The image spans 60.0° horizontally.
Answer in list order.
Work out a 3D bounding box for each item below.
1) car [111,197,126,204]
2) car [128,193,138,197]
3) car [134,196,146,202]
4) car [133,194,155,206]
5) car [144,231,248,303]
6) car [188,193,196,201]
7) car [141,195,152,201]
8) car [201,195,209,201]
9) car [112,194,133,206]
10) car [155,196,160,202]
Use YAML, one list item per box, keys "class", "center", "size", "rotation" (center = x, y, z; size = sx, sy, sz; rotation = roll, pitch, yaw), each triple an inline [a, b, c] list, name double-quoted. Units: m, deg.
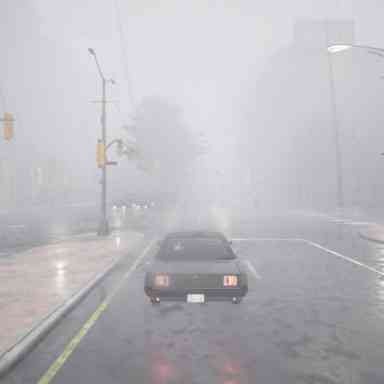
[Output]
- class: "car"
  center: [-14.753, 1.595, 66.783]
  size: [1.895, 1.301, 4.718]
  rotation: [0, 0, 0]
- class: "car"
  center: [-11.541, 1.221, 64.489]
  size: [2.150, 2.045, 5.566]
  rotation: [0, 0, 1]
- class: "car"
  center: [-11.504, 1.553, 74.373]
  size: [1.994, 1.385, 4.181]
  rotation: [0, 0, 0]
- class: "car"
  center: [-8.091, 1.547, 56.476]
  size: [2.033, 1.411, 5.357]
  rotation: [0, 0, 0]
- class: "car"
  center: [0.074, 1.601, 8.130]
  size: [1.895, 1.301, 4.718]
  rotation: [0, 0, 0]
- class: "car"
  center: [-0.005, 1.540, 85.770]
  size: [2.033, 1.411, 5.357]
  rotation: [0, 0, 0]
- class: "car"
  center: [-11.504, 1.525, 84.606]
  size: [2.128, 1.511, 4.902]
  rotation: [0, 0, 0]
- class: "car"
  center: [3.495, 1.595, 86.948]
  size: [1.895, 1.301, 4.718]
  rotation: [0, 0, 0]
- class: "car"
  center: [-11.591, 1.526, 55.076]
  size: [1.812, 1.442, 4.674]
  rotation: [0, 0, 0]
- class: "car"
  center: [-8.033, 1.564, 65.712]
  size: [1.994, 1.385, 4.181]
  rotation: [0, 0, 1]
